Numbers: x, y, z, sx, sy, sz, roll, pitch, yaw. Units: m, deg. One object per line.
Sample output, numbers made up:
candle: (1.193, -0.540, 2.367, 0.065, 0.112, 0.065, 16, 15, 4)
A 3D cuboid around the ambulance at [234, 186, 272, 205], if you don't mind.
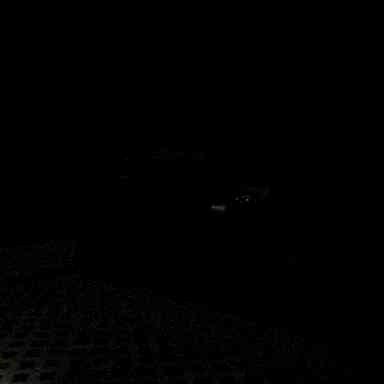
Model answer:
ambulance: (7.319, 0.521, 39.663, 2.351, 2.431, 6.366, 3, 2, 35)
